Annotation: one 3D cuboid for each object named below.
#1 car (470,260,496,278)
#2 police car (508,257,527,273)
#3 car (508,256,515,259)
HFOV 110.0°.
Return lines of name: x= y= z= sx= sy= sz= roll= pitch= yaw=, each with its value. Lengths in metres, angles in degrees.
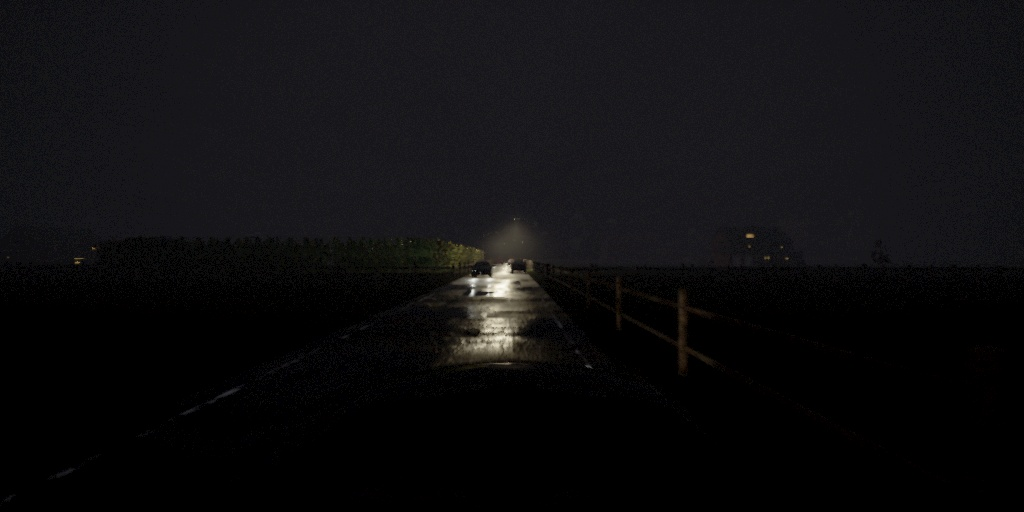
car: x=-2.835 y=1.296 z=34.749 sx=1.837 sy=1.490 sz=4.892 roll=0 pitch=-1 yaw=0
police car: x=0.835 y=1.247 z=45.792 sx=1.930 sy=1.638 sz=5.238 roll=0 pitch=0 yaw=0
car: x=0.838 y=1.220 z=61.653 sx=2.097 sy=1.767 sz=4.553 roll=0 pitch=0 yaw=0
